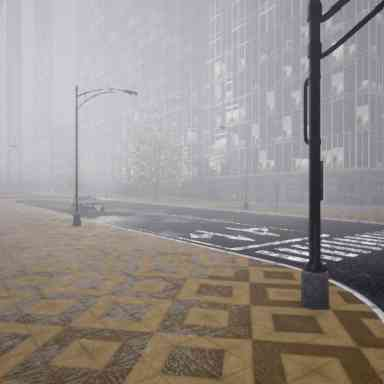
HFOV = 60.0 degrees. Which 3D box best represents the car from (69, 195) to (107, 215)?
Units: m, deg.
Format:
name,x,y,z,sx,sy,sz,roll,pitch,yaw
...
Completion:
name,x,y,z,sx,sy,sz,roll,pitch,yaw
car,-8.822,1.002,27.962,2.128,1.511,4.902,0,1,-38
